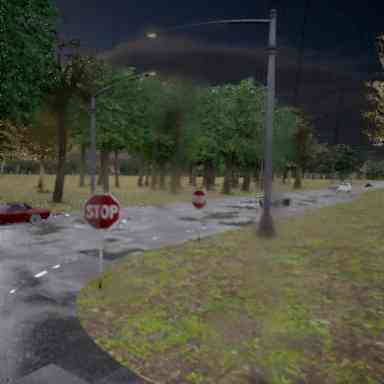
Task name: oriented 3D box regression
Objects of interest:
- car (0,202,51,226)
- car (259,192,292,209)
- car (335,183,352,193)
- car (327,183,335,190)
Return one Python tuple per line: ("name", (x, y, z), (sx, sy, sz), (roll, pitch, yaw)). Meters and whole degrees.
("car", (-10.411, 1.234, 18.288), (1.895, 1.301, 4.718), (3, 3, 35))
("car", (8.192, 0.779, 32.324), (2.128, 1.511, 4.902), (3, 3, 35))
("car", (32.735, -0.960, 71.087), (2.150, 2.045, 5.566), (3, 3, 30))
("car", (34.556, -1.321, 81.319), (2.097, 1.767, 4.553), (3, 4, 35))
